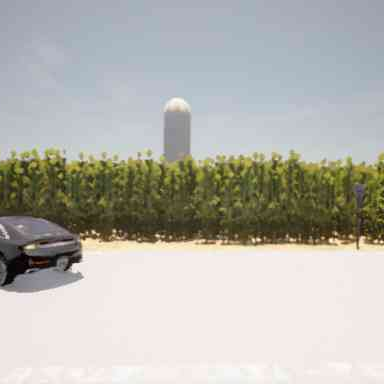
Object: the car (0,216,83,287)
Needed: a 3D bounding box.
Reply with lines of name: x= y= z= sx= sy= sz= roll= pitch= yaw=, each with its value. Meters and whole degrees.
car: x=-5.134 y=1.408 z=9.072 sx=4.902 sy=1.511 sz=2.128 roll=1 pitch=0 yaw=31
